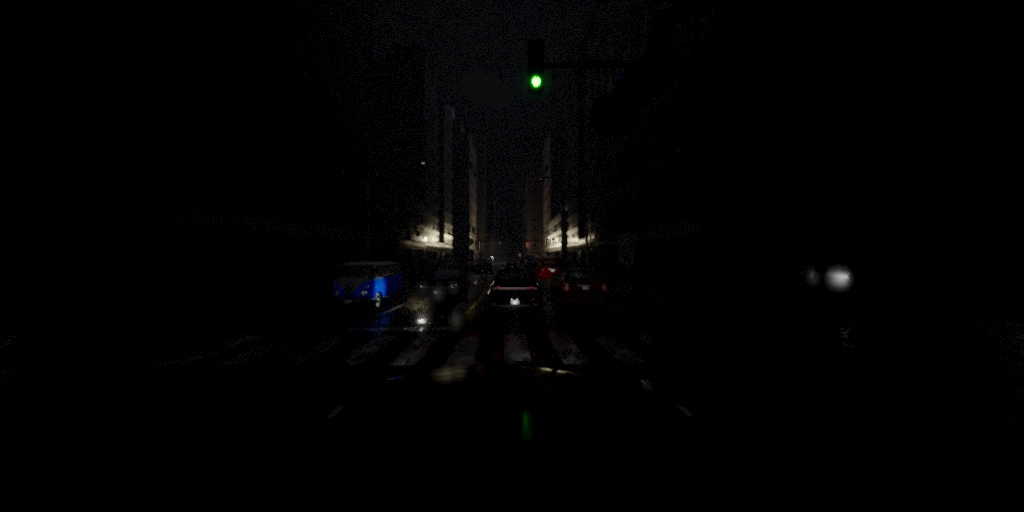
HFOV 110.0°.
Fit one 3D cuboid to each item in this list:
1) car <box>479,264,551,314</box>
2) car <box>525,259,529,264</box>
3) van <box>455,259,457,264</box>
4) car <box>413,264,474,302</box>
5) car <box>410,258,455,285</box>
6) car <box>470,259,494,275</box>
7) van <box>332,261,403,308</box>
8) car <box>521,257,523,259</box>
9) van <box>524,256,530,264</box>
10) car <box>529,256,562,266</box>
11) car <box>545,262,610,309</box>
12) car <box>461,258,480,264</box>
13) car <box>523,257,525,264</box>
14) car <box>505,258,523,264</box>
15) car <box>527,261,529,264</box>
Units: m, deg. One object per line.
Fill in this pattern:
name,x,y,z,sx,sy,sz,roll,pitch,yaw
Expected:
car,0.097,1.246,13.738,2.128,1.511,4.902,0,0,0
car,2.666,1.308,37.246,2.007,1.370,4.403,0,0,0
van,-5.859,1.114,31.645,1.690,1.789,3.998,0,0,0
car,-3.102,1.288,17.305,1.812,1.442,4.674,0,0,0
car,-5.859,1.087,26.059,2.192,1.841,5.009,0,0,0
car,-3.086,1.331,38.865,1.994,1.385,4.181,0,0,0
van,-5.858,1.106,14.886,1.690,1.789,3.998,0,0,0
car,3.101,0.955,64.758,2.150,2.045,5.566,0,0,0
van,2.665,1.096,42.831,1.690,1.789,3.998,0,0,0
car,2.666,1.072,26.075,2.192,1.841,5.009,0,0,0
car,2.667,1.191,14.904,1.967,1.591,4.097,0,0,0
car,-5.860,1.310,48.405,1.888,1.381,4.507,0,0,0
car,3.144,1.267,57.728,1.812,1.442,4.674,0,0,0
car,0.053,1.321,46.226,1.994,1.385,4.181,0,0,1
car,2.666,1.325,31.660,1.948,1.339,4.313,0,0,0
